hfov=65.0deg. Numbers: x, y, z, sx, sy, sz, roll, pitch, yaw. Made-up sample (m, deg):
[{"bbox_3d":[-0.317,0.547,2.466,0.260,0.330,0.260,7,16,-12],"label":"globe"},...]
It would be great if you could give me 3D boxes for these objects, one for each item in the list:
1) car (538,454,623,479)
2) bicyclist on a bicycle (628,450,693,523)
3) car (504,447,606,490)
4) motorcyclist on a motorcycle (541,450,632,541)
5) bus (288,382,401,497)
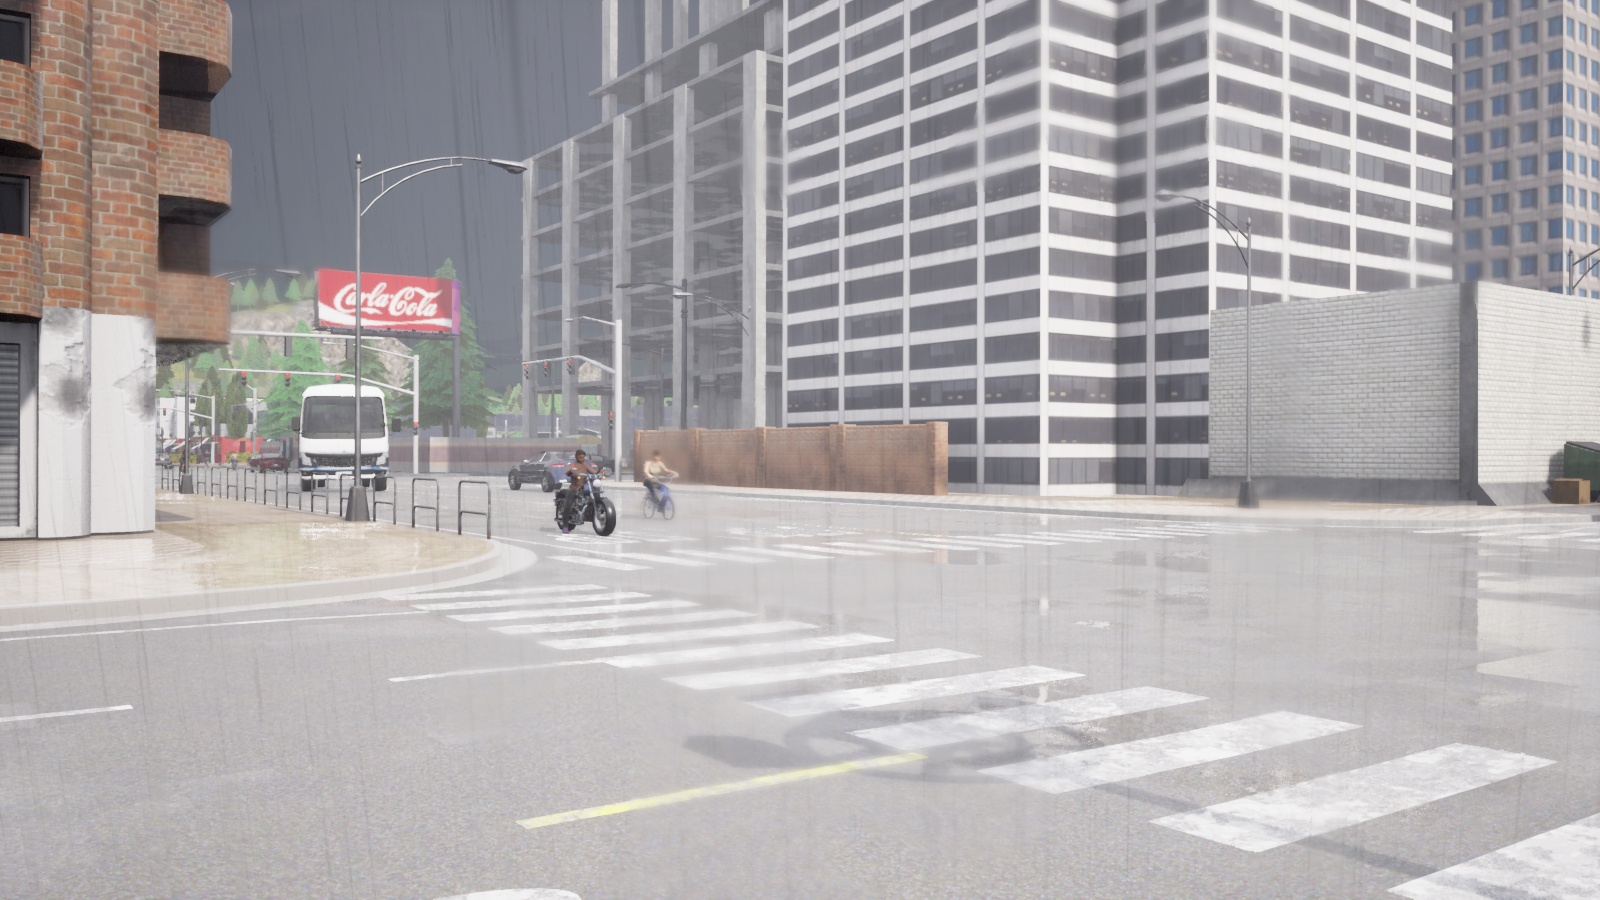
[{"bbox_3d":[-13.926,1.003,79.919,5.008,1.535,1.882,0,0,-35],"label":"car"},{"bbox_3d":[-3.211,0.814,28.744,0.866,1.612,1.509,0,0,-35],"label":"bicyclist on a bicycle"},{"bbox_3d":[-9.902,0.723,50.491,2.152,1.651,5.027,0,0,-35],"label":"car"},{"bbox_3d":[-4.087,0.818,23.884,0.766,1.649,2.350,0,0,-35],"label":"motorcyclist on a motorcycle"},{"bbox_3d":[-18.817,-0.409,51.842,3.944,4.253,10.273,-1,0,-20],"label":"bus"}]
